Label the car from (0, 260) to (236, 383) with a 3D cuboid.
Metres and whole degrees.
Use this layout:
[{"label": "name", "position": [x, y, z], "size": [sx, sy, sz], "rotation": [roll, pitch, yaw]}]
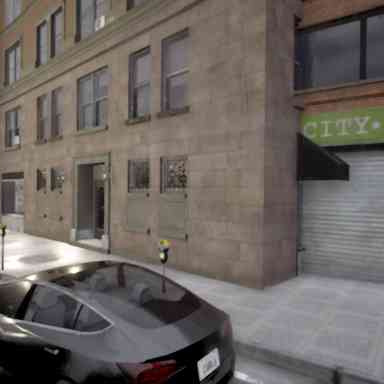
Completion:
[{"label": "car", "position": [-1.544, 1.560, 4.162], "size": [4.313, 1.339, 1.947], "rotation": [0, 1, 35]}]
